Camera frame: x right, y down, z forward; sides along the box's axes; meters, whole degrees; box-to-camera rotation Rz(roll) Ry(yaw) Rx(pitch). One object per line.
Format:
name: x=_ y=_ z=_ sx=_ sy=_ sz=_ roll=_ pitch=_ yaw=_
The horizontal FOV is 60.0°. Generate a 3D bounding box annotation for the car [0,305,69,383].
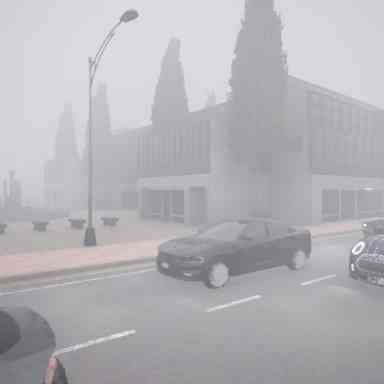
car: x=-3.097 y=1.491 z=1.441 sx=4.902 sy=1.511 sz=2.128 roll=0 pitch=0 yaw=-39

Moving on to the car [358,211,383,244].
car: x=10.076 y=1.601 z=15.968 sx=4.718 sy=1.301 sz=1.895 roll=0 pitch=0 yaw=-37

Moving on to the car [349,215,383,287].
car: x=5.986 y=1.352 z=8.514 sx=4.553 sy=1.767 sz=2.097 roll=0 pitch=0 yaw=-37

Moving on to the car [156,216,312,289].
car: x=1.359 y=1.478 z=9.410 sx=5.008 sy=1.535 sz=1.882 roll=0 pitch=0 yaw=-37
